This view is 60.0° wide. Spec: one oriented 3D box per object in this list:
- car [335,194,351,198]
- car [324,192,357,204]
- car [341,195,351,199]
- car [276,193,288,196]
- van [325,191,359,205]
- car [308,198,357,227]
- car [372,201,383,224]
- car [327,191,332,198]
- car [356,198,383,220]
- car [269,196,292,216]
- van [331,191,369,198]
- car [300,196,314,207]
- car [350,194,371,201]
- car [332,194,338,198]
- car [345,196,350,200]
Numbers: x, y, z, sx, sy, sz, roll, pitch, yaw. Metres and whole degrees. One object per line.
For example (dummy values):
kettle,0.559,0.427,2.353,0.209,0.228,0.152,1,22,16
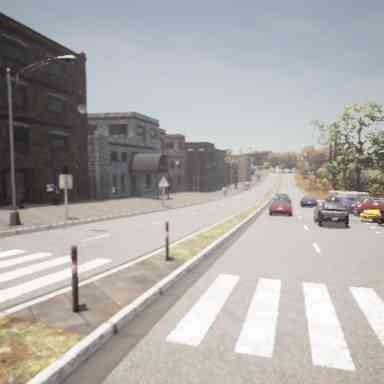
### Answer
car,19.142,1.386,37.412,4.792,1.488,2.163,1,1,16
car,23.661,0.904,53.304,4.553,1.767,2.185,1,2,16
car,18.429,1.436,34.747,4.674,1.452,2.002,1,1,16
car,11.796,0.956,43.426,2.097,1.767,4.553,1,1,16
van,22.779,0.868,50.691,4.442,1.987,1.878,1,2,16
car,9.416,1.431,22.712,2.128,1.511,4.902,1,1,16
car,14.740,1.579,21.472,4.792,1.488,2.163,1,1,16
car,21.406,1.084,45.486,4.553,1.767,2.185,1,2,16
car,15.278,1.517,24.187,5.366,1.575,1.946,1,1,16
car,8.080,1.359,30.279,1.994,1.385,4.181,1,1,16
van,20.772,1.041,42.667,4.442,1.987,1.878,1,1,16
car,15.140,1.234,43.214,1.994,1.385,4.181,1,1,16
car,16.913,1.343,29.443,4.553,1.767,2.185,1,1,16
car,19.941,1.341,40.046,4.792,1.488,2.163,1,1,16
car,17.681,1.473,32.097,4.674,1.452,2.002,1,1,16
